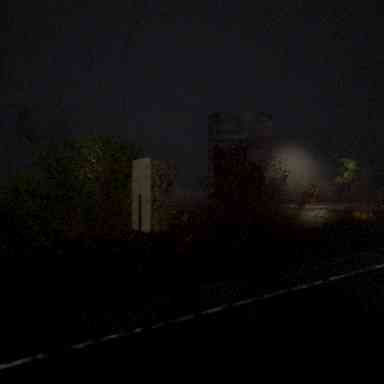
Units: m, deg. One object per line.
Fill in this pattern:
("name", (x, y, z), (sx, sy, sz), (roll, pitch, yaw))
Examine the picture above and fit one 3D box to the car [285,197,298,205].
("car", (16.210, 1.484, 53.560), (1.994, 1.385, 4.181), (0, 0, -36))
